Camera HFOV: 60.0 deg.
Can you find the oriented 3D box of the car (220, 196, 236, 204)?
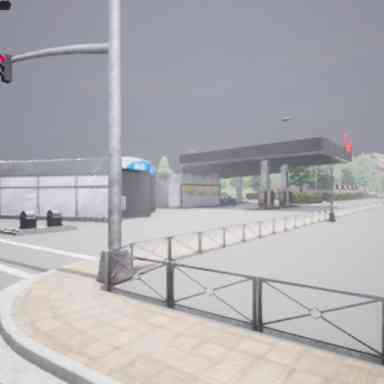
[{"bbox_3d":[6.621,1.582,63.403,2.242,1.667,4.611,0,0,36],"label":"car"}]
